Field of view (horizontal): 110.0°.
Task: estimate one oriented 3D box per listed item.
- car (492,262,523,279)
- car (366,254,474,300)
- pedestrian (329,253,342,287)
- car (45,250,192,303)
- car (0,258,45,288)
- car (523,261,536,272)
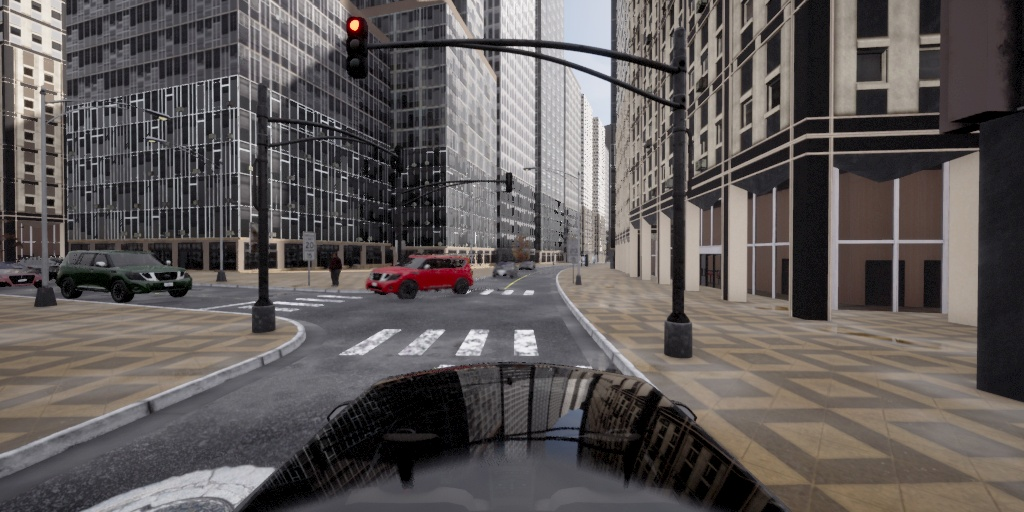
[{"bbox_3d":[-0.559,1.293,33.191,2.128,1.511,4.902,0,0,8],"label":"car"},{"bbox_3d":[-4.294,0.950,17.871,2.150,2.045,5.566,3,1,38],"label":"car"},{"bbox_3d":[-9.580,0.716,19.439,0.375,1.860,0.375,0,0,16],"label":"pedestrian"},{"bbox_3d":[-16.617,0.770,15.376,5.566,2.045,2.150,1,1,17],"label":"car"},{"bbox_3d":[-25.803,0.981,18.032,4.181,1.385,1.994,1,1,16],"label":"car"},{"bbox_3d":[2.154,1.423,49.058,2.033,1.411,5.357,0,0,12],"label":"car"}]
